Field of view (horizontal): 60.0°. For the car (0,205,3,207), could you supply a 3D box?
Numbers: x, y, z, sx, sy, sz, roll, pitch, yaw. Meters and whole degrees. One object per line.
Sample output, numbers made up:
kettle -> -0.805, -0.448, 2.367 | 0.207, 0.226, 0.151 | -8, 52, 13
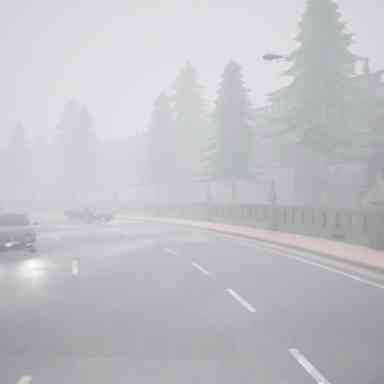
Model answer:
car -> -20.086, 1.405, 29.759 | 5.566, 2.045, 2.150 | 0, 0, 23

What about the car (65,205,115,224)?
car -> -8.002, 1.675, 25.705 | 4.718, 1.301, 1.895 | -1, 0, 45

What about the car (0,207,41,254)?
car -> -7.356, 1.573, 13.389 | 1.837, 1.490, 4.892 | 0, 0, -29
